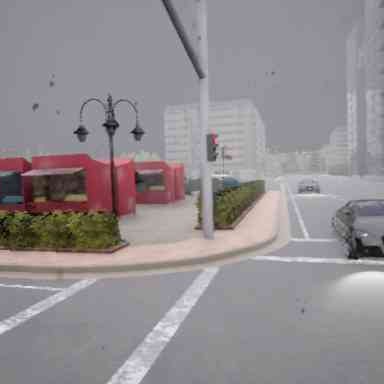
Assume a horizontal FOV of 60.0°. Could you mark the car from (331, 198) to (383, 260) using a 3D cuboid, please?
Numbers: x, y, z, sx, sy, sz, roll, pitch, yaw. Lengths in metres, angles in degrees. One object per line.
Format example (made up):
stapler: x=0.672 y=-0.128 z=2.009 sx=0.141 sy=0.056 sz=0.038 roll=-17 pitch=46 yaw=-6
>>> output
car: x=5.081 y=0.879 z=9.119 sx=1.994 sy=1.385 sz=4.181 roll=-1 pitch=3 yaw=15

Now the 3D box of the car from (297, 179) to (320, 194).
car: x=11.745 y=-0.589 z=33.693 sx=1.994 sy=1.385 sz=4.181 roll=-1 pitch=3 yaw=15
